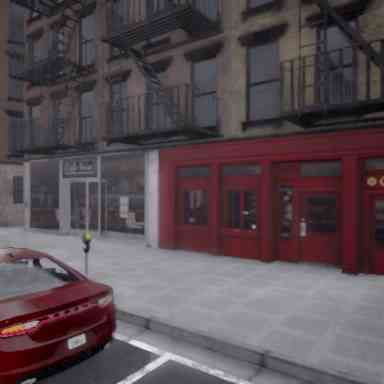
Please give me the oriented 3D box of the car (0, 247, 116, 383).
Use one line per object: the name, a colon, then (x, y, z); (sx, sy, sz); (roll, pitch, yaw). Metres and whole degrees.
car: (-3.102, 1.521, 5.008); (4.507, 1.381, 1.887); (0, 0, 35)
